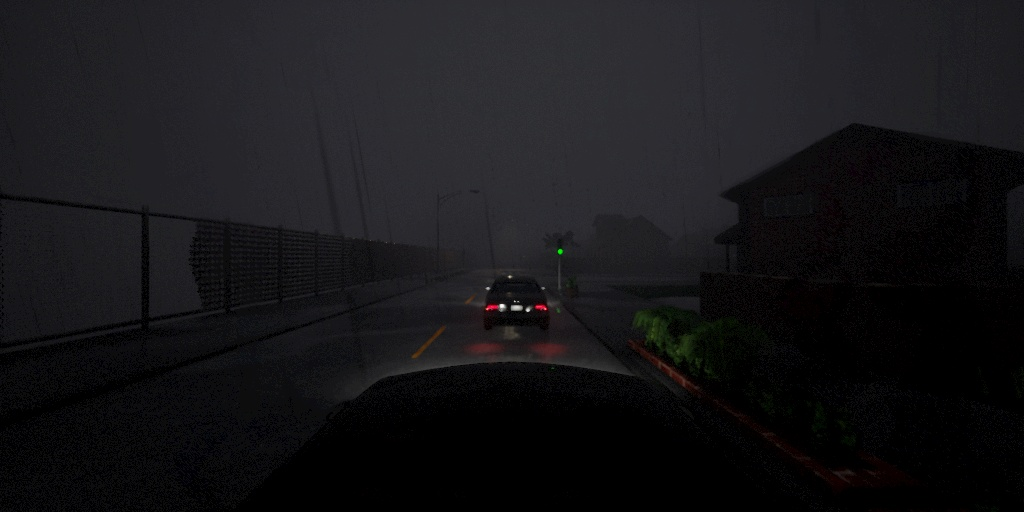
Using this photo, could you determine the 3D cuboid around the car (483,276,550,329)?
[{"bbox_3d":[0.116,1.343,11.398,2.033,1.411,5.357,0,0,0],"label":"car"}]
